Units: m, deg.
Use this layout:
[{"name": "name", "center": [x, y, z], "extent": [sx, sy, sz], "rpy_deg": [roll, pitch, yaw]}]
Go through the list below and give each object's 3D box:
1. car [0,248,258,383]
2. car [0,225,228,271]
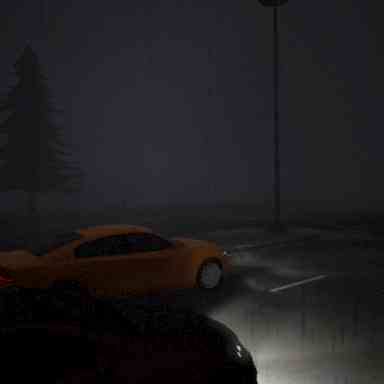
[{"name": "car", "center": [-1.425, 1.559, 2.730], "extent": [4.181, 1.385, 1.994], "rpy_deg": [-1, 1, -35]}, {"name": "car", "center": [-1.441, 1.432, 7.018], "extent": [5.008, 1.535, 1.882], "rpy_deg": [-1, 1, -35]}]
